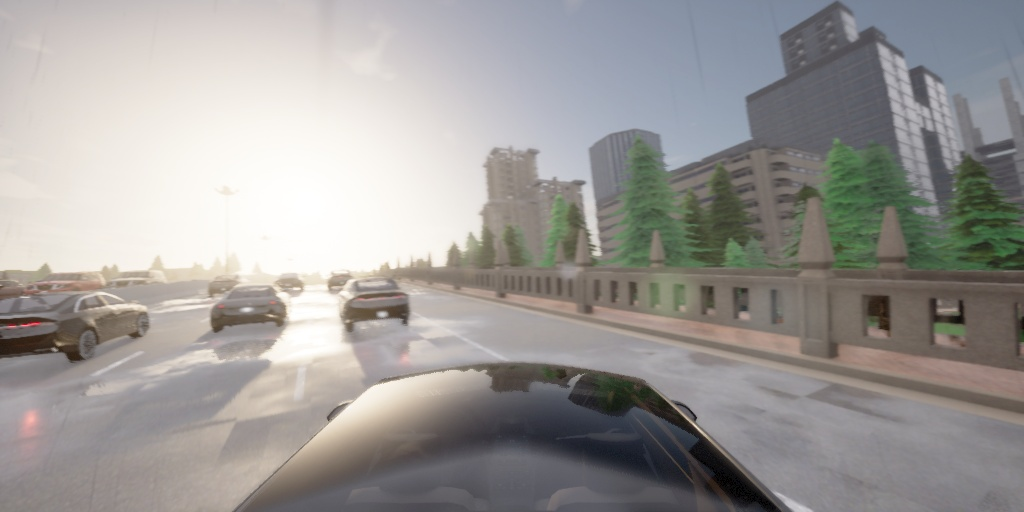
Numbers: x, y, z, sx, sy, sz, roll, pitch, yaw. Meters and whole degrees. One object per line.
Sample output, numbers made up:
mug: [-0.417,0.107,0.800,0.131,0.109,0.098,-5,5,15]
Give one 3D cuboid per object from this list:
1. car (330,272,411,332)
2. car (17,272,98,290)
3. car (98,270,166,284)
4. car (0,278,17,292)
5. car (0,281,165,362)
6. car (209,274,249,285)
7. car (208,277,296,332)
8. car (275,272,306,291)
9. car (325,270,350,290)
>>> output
car: [-4.752,1.460,12.102,2.128,1.511,4.902,-2,0,-28]
car: [-32.511,2.214,26.355,2.150,2.045,5.566,-2,-2,-28]
car: [-29.691,2.159,28.508,2.150,2.045,5.566,-2,-2,-28]
car: [-35.183,2.388,23.922,2.097,1.767,4.553,-2,-2,-28]
car: [-10.920,1.625,8.795,2.128,1.511,4.902,-2,0,-28]
car: [-19.951,2.019,25.477,2.128,1.511,4.902,-2,0,-28]
car: [-9.109,1.670,12.803,1.994,1.385,4.181,-2,0,-28]
car: [-17.401,1.996,28.118,1.812,1.442,4.674,-2,-1,-28]
car: [-13.805,1.855,28.825,2.128,1.511,4.902,-2,0,-28]
